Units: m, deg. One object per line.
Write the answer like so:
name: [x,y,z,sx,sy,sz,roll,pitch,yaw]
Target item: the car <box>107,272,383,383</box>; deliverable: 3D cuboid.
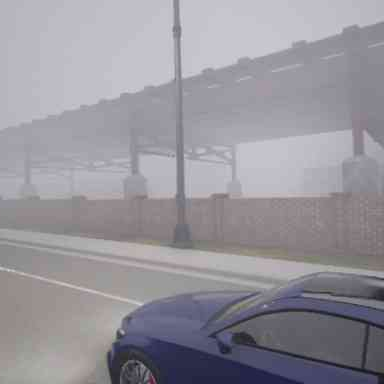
car: [1.247,1.532,3.102,4.674,1.442,1.812,-1,0,35]
